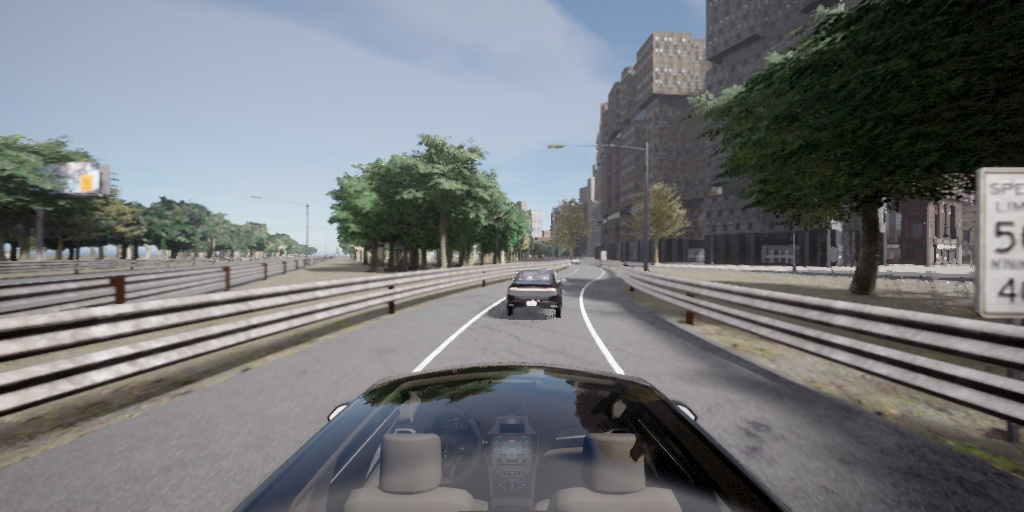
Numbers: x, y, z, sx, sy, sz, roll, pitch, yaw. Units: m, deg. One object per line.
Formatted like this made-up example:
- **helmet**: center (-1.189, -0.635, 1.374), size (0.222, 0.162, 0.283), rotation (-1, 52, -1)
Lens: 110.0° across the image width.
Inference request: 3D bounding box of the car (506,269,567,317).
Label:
- **car**: center (0.973, 1.246, 13.399), size (2.128, 1.511, 4.902), rotation (0, 0, 9)
